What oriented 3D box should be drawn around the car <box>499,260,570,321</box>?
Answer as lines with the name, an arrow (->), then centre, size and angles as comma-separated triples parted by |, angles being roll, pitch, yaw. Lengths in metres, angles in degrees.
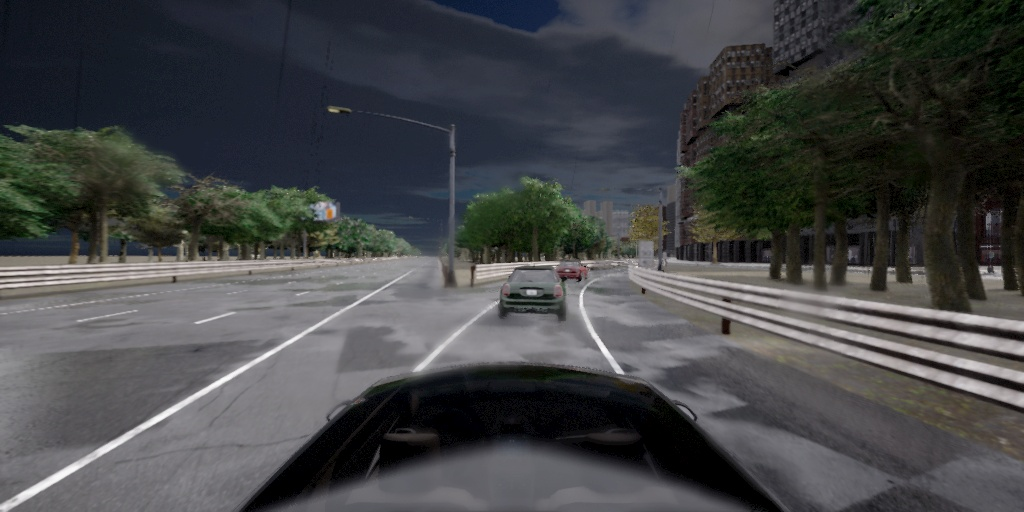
car -> 0.894, 1.111, 12.843 | 2.097, 1.767, 4.553 | 1, 0, 8

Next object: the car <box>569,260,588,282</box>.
car -> 4.944, 1.133, 29.344 | 2.097, 1.767, 4.553 | 1, 0, 20
